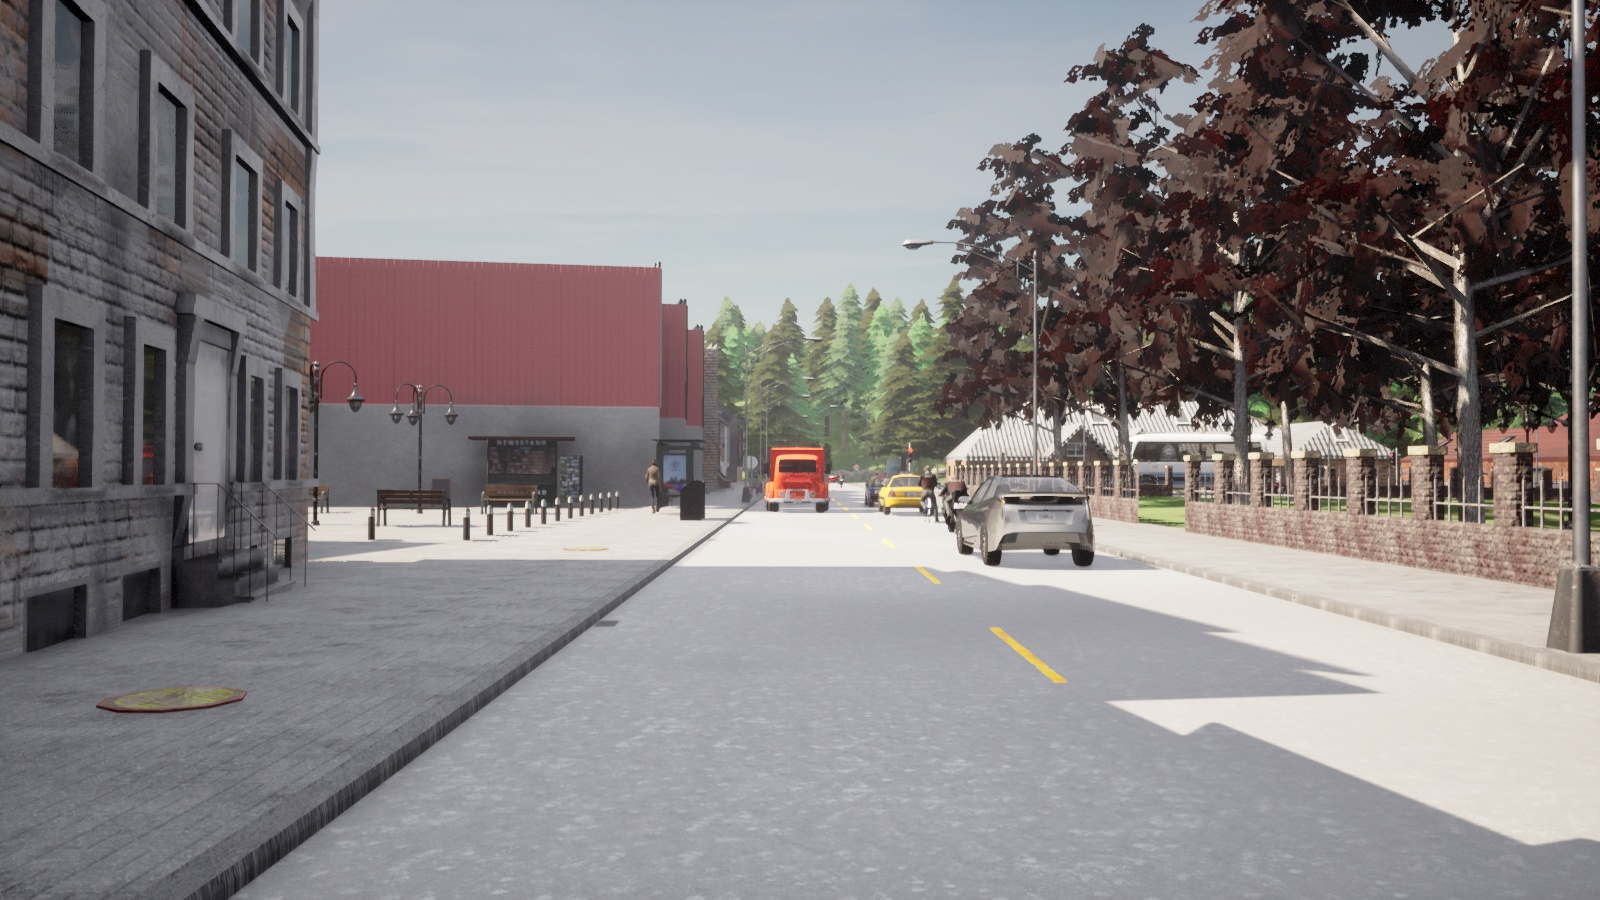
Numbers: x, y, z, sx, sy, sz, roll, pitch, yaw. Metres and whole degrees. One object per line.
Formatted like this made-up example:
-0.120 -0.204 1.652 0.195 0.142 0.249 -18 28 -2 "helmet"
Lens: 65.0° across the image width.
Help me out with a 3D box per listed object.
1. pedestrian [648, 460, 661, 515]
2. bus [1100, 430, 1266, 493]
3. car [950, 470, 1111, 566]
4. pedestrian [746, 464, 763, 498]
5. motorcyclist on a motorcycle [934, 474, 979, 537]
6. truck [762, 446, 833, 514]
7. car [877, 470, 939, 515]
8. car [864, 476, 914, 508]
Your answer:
-4.864 1.246 42.123 0.328 1.805 0.869 0 -1 0 "pedestrian"
26.449 0.798 87.062 10.273 4.253 3.944 0 -1 0 "bus"
3.945 1.120 22.252 2.007 1.525 4.514 0 -1 0 "car"
-2.608 1.787 72.154 0.659 1.952 0.873 -1 -1 26 "pedestrian"
3.931 1.367 31.676 0.866 1.530 2.191 0 -1 0 "motorcyclist on a motorcycle"
-0.090 1.152 48.900 2.627 2.467 5.204 0 -1 0 "truck"
3.914 1.516 46.176 1.801 1.575 5.366 0 -1 0 "car"
3.905 1.839 55.799 1.895 1.301 4.718 0 -1 0 "car"
